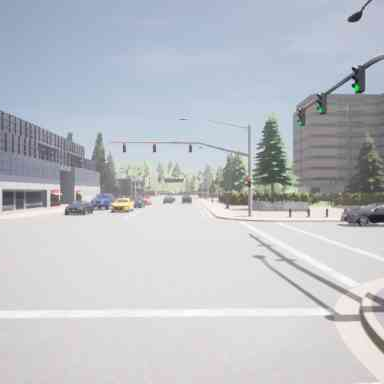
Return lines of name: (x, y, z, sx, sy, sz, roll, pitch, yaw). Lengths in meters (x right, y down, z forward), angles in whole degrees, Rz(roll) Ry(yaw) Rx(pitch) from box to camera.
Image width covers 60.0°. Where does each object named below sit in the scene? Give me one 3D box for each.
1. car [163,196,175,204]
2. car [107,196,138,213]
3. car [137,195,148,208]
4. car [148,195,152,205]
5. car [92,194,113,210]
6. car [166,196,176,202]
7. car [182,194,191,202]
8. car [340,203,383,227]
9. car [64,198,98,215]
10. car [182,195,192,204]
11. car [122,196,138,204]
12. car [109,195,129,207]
car: (-4.573, 1.545, 64.587, 2.033, 1.411, 5.357, 0, 0, -1)
car: (-7.806, 1.476, 37.817, 1.882, 1.535, 5.008, 0, 0, -1)
car: (-7.929, 1.350, 47.054, 2.097, 1.767, 4.553, 0, 0, -1)
car: (-8.050, 1.350, 57.168, 2.097, 1.767, 4.553, 0, 0, -1)
car: (-11.375, 1.220, 42.778, 2.150, 2.045, 5.566, 0, 0, -1)
car: (-4.718, 1.507, 75.222, 1.895, 1.301, 4.718, 0, 0, -1)
car: (-1.213, 1.352, 74.976, 2.097, 1.767, 4.553, 0, 0, -1)
car: (12.502, 1.491, 22.191, 4.902, 1.511, 2.128, 0, 0, -1)
car: (-11.242, 1.563, 33.426, 1.994, 1.385, 4.181, 0, 0, -1)
car: (-0.976, 1.503, 64.910, 1.837, 1.490, 4.892, 0, 0, -1)
car: (-11.595, 1.489, 62.937, 2.128, 1.511, 4.902, 0, 0, 0)
car: (-11.499, 1.350, 52.678, 2.097, 1.767, 4.553, 0, 0, -1)
